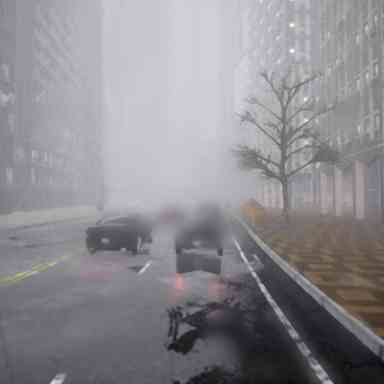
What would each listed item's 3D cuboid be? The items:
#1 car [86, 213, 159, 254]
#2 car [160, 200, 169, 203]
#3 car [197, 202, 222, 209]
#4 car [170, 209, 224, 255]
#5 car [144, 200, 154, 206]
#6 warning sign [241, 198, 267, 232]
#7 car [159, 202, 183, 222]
[{"bbox_3d":[-2.874,1.619,14.261,1.882,1.535,5.008,0,0,4],"label":"car"},{"bbox_3d":[-5.873,2.291,70.694,1.895,1.301,4.718,0,-1,-5],"label":"car"},{"bbox_3d":[1.504,1.632,28.583,2.097,1.767,4.553,0,-1,4],"label":"car"},{"bbox_3d":[0.363,1.662,13.973,1.812,1.442,4.674,0,0,4],"label":"car"},{"bbox_3d":[-9.098,2.278,70.230,1.895,1.301,4.718,0,-1,-5],"label":"car"},{"bbox_3d":[3.562,1.299,19.229,1.300,1.860,1.060,-1,-2,5],"label":"warning sign"},{"bbox_3d":[-1.726,1.854,28.994,1.994,1.385,4.181,0,-1,4],"label":"car"}]
